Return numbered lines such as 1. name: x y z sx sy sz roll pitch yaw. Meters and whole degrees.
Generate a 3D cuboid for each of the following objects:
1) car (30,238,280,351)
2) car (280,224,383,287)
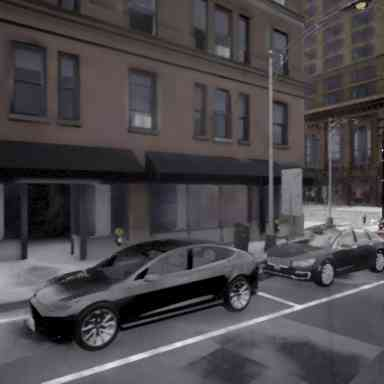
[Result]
1. car: -0.611 1.595 6.224 4.313 1.339 1.947 1 -1 -35
2. car: 3.872 1.632 9.419 4.403 1.369 2.008 1 -1 -35
